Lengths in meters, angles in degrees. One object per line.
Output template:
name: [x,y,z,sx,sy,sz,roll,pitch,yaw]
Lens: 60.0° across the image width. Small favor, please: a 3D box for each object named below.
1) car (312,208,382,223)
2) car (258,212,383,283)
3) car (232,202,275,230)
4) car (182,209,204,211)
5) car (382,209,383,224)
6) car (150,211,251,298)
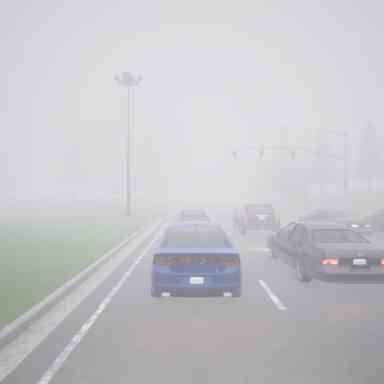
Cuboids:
car: [7.101,1.547,17.221,2.033,1.411,5.357,0,0,-3]
car: [3.581,1.547,9.656,2.033,1.411,5.357,0,0,0]
car: [3.567,1.352,19.122,2.097,1.767,4.553,0,0,0]
car: [0.068,1.564,17.382,1.994,1.385,4.181,0,0,0]
car: [10.537,1.547,17.081,2.033,1.411,5.357,0,0,2]
car: [0.086,1.478,8.596,1.882,1.535,5.008,0,0,0]
